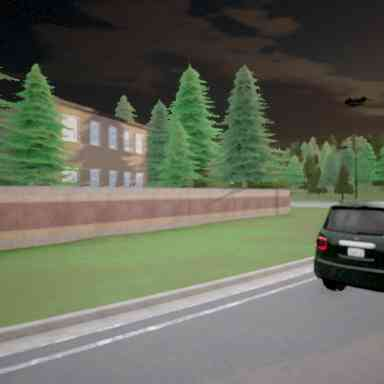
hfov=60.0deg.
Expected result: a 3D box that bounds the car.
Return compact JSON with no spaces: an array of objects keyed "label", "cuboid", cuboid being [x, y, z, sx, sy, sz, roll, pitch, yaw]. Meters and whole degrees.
[{"label":"car","cuboid":[5.075,1.221,8.018,5.566,2.045,2.150,0,0,-42]}]
